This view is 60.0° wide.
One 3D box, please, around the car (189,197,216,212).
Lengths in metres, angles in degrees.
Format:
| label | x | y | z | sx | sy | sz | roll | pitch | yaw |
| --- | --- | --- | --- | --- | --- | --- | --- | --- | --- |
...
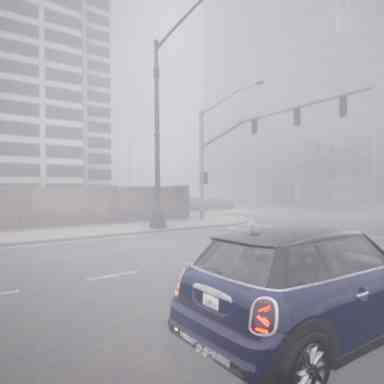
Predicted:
| label | x | y | z | sx | sy | sz | roll | pitch | yaw |
| --- | --- | --- | --- | --- | --- | --- | --- | --- | --- |
| car | 0.022 | 1.291 | 35.641 | 1.837 | 1.490 | 4.892 | -1 | 1 | -36 |

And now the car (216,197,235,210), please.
| label | x | y | z | sx | sy | sz | roll | pitch | yaw |
| --- | --- | --- | --- | --- | --- | --- | --- | --- | --- |
| car | 2.935 | 1.314 | 37.585 | 1.994 | 1.385 | 4.181 | -1 | 0 | -36 |

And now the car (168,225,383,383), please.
| label | x | y | z | sx | sy | sz | roll | pitch | yaw |
| --- | --- | --- | --- | --- | --- | --- | --- | --- | --- |
| car | 1.965 | 1.305 | 5.189 | 4.553 | 1.767 | 2.097 | -1 | 0 | -35 |
